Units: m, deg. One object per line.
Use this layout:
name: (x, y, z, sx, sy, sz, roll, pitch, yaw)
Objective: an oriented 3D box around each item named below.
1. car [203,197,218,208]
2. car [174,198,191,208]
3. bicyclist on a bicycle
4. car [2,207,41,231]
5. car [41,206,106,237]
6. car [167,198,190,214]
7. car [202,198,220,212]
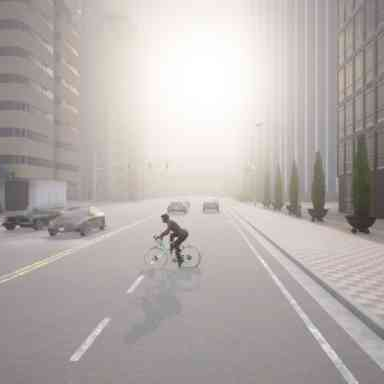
car: (2.773, 1.547, 49.148, 2.033, 1.411, 5.357, 0, 0, 4)
car: (-1.464, 1.601, 49.335, 1.895, 1.301, 4.718, 0, 0, -8)
bicyclist on a bicycle: (-0.586, 1.451, 9.595, 1.656, 1.620, 0.582, -2, 0, 3)
car: (-9.492, 1.601, 20.579, 1.895, 1.301, 4.718, 0, 0, 4)
car: (-6.124, 1.526, 18.325, 1.812, 1.442, 4.674, 0, 0, 4)
car: (-1.463, 1.564, 35.524, 1.994, 1.385, 4.181, 0, 0, 4)
car: (2.244, 1.491, 39.236, 2.128, 1.511, 4.902, 0, 0, 4)
